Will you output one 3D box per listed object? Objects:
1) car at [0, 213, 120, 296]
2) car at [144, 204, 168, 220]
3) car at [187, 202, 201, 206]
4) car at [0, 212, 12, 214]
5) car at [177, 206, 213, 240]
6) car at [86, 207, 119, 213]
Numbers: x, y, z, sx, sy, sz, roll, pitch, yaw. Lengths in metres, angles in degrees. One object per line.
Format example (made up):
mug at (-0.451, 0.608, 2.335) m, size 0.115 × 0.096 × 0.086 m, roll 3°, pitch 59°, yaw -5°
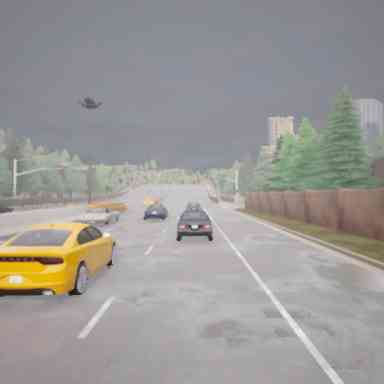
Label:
car at (-3.383, 1.545, 8.869) m, size 1.882 × 1.535 × 5.008 m, roll 0°, pitch 0°, yaw 0°
car at (-3.332, 1.813, 31.443) m, size 1.994 × 1.385 × 4.181 m, roll 0°, pitch -1°, yaw 0°
car at (0.181, 1.845, 36.908) m, size 2.033 × 1.411 × 5.357 m, roll 0°, pitch 0°, yaw 0°
car at (-17.445, 1.758, 28.891) m, size 2.033 × 1.411 × 5.357 m, roll 0°, pitch 0°, yaw 0°
car at (0.137, 1.694, 18.066) m, size 2.033 × 1.411 × 5.357 m, roll 0°, pitch 0°, yaw 0°
car at (-6.845, 1.795, 25.230) m, size 1.895 × 1.301 × 4.718 m, roll 0°, pitch 0°, yaw 0°
